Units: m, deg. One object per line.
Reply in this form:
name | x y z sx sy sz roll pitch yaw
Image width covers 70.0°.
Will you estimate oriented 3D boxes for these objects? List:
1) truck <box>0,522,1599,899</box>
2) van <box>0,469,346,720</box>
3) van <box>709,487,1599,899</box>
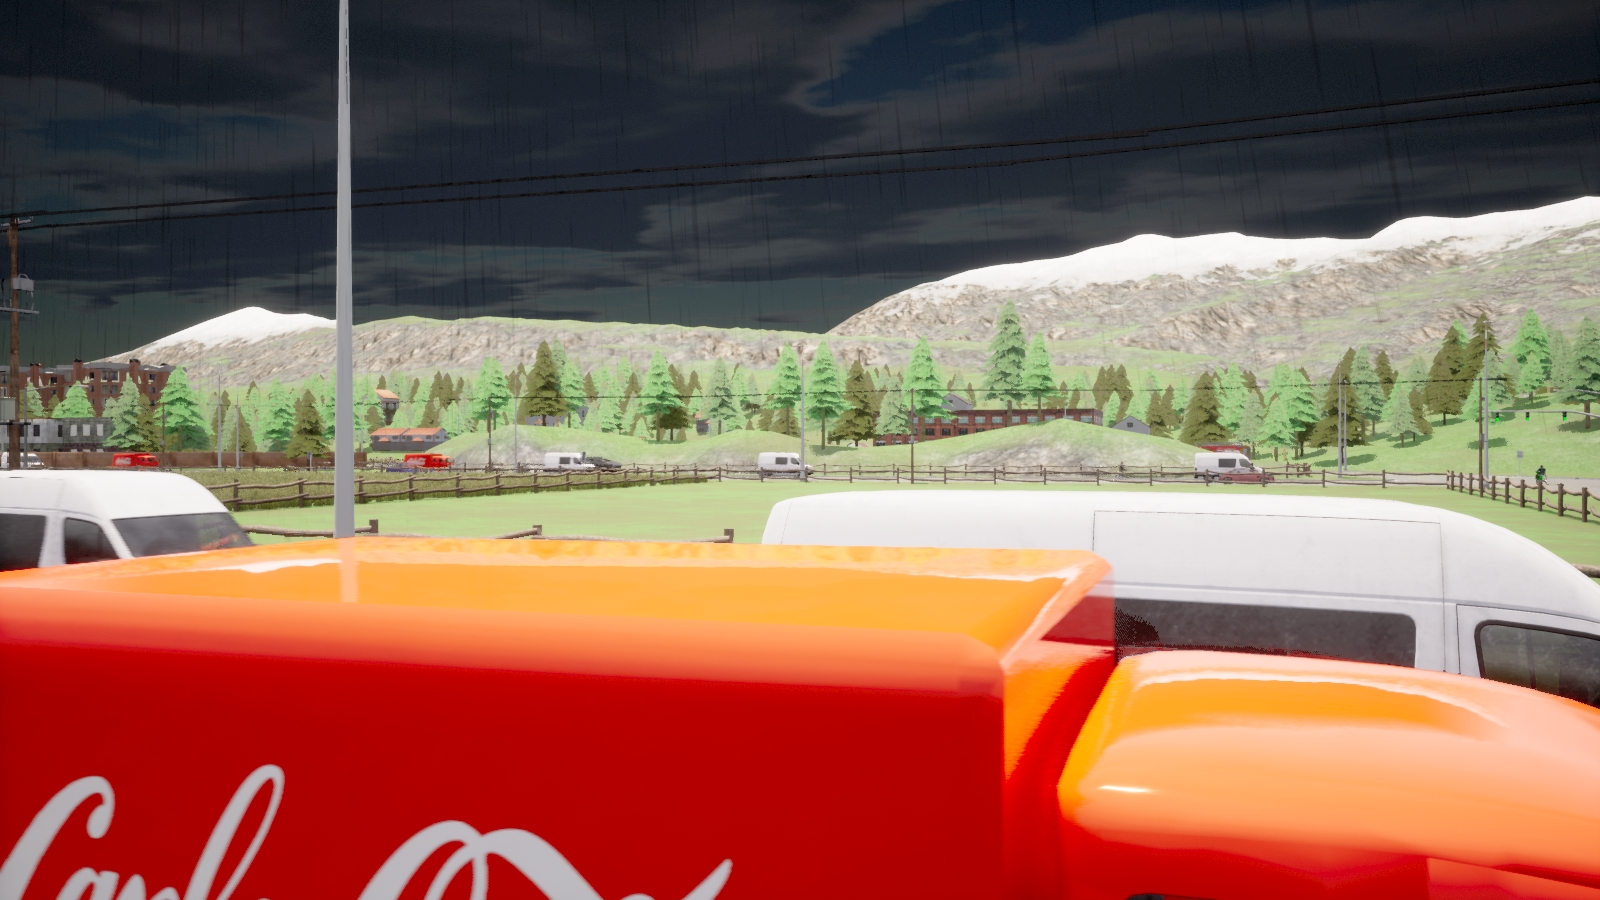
truck | 0.019 1.572 3.388 5.204 2.467 2.627 0 0 21
van | -8.604 1.543 13.874 5.915 2.561 1.988 0 0 20
van | 2.633 1.535 6.060 5.915 2.561 1.988 0 0 20
